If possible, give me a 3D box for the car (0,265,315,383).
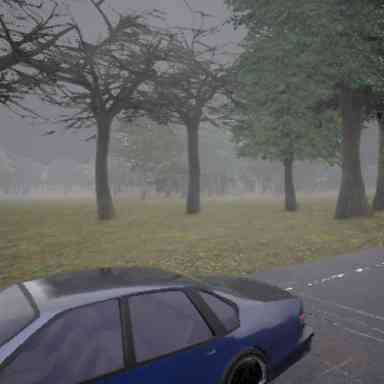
[{"bbox_3d":[-1.055,1.548,3.242,5.357,1.411,2.033,0,0,-35],"label":"car"}]
